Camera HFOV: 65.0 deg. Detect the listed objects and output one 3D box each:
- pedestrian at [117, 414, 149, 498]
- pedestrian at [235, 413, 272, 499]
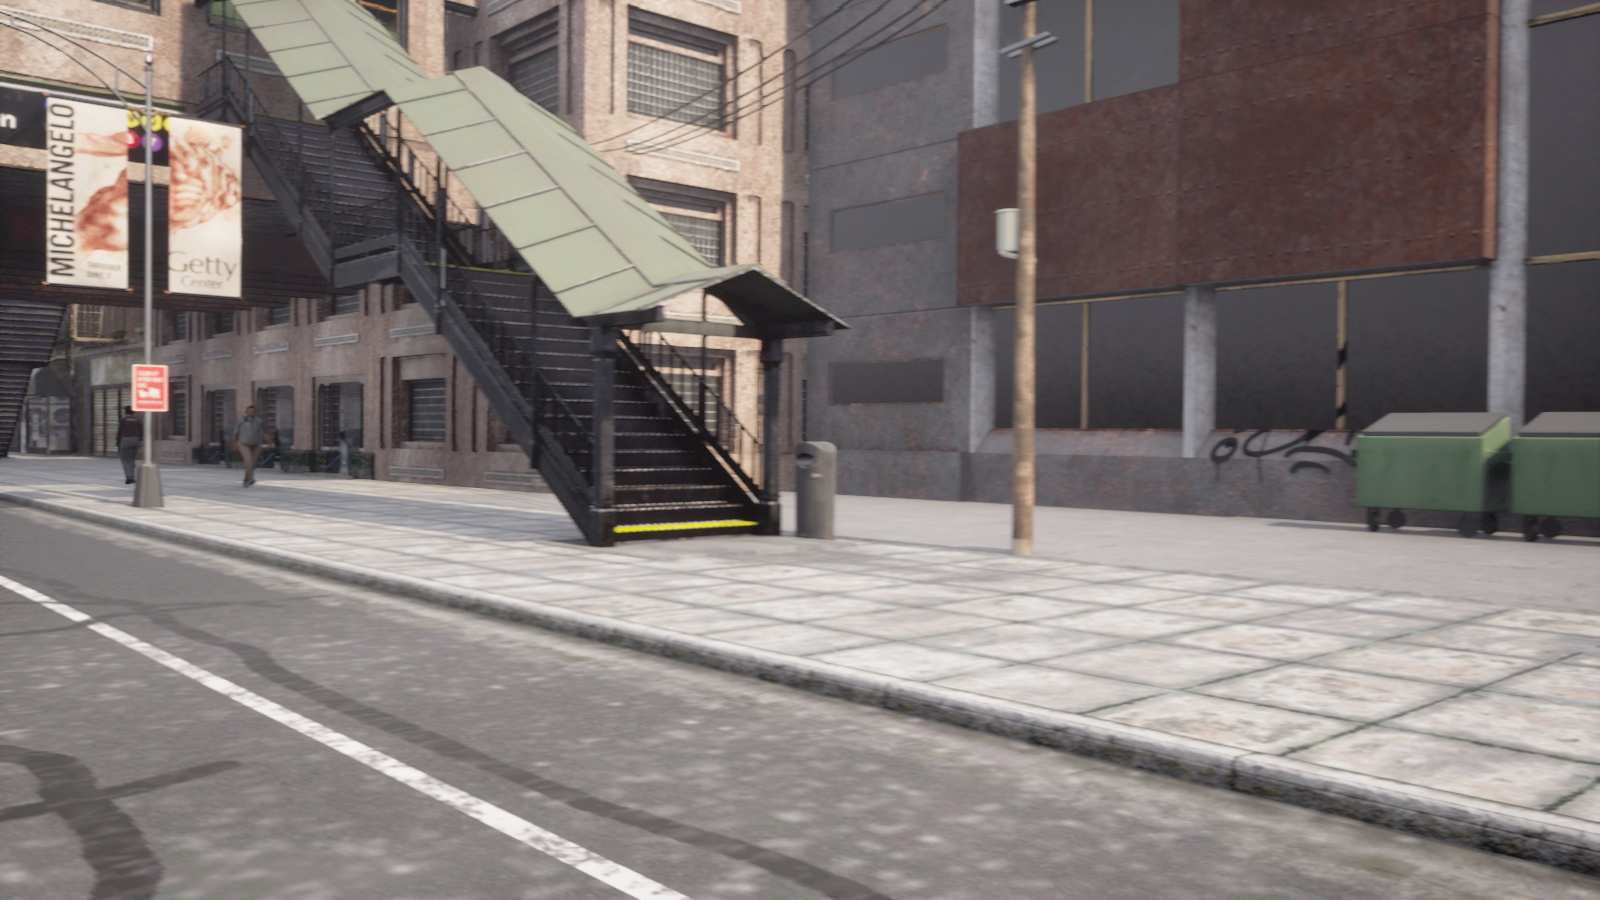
[{"bbox_3d":[-15.457,0.131,29.100,0.666,1.930,0.402,0,1,39],"label":"pedestrian"},{"bbox_3d":[-11.828,0.124,27.184,0.540,1.848,0.694,-1,1,-38],"label":"pedestrian"}]
